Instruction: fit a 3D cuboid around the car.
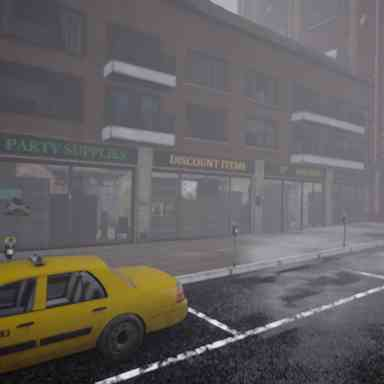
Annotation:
[{"bbox_3d":[-2.348,1.525,4.400,4.829,1.417,1.752,0,2,-35],"label":"car"}]
